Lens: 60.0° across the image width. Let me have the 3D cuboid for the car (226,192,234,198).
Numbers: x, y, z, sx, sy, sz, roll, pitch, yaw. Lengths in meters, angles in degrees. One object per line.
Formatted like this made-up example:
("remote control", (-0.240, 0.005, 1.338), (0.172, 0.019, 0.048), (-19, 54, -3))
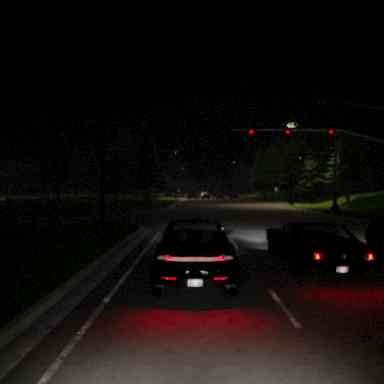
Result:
("car", (10.525, 0.793, 92.790), (1.837, 1.490, 4.892), (0, 0, 0))

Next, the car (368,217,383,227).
("car", (7.075, 1.168, 9.193), (2.150, 2.045, 5.566), (0, 0, 1))

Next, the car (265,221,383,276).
("car", (3.582, 1.541, 10.106), (1.895, 1.301, 4.718), (0, 0, 0))

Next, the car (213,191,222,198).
("car", (7.025, 0.648, 92.760), (2.097, 1.767, 4.553), (0, 0, 0))

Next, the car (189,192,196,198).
("car", (0.025, 0.770, 92.793), (1.882, 1.535, 5.008), (0, 0, 0))

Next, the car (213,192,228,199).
("car", (7.022, 1.052, 82.373), (2.033, 1.411, 5.357), (0, 0, 0))

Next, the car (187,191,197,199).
("car", (0.022, 0.737, 82.403), (2.150, 2.045, 5.566), (0, 0, 0))

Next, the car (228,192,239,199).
("car", (10.522, 1.035, 82.788), (1.812, 1.442, 4.674), (0, 0, 0))

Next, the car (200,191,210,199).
("car", (3.522, 1.063, 82.790), (1.994, 1.385, 4.181), (0, 0, 0))

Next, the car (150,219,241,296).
("car", (0.073, 1.441, 8.516), (2.128, 1.511, 4.902), (0, 0, 0))
